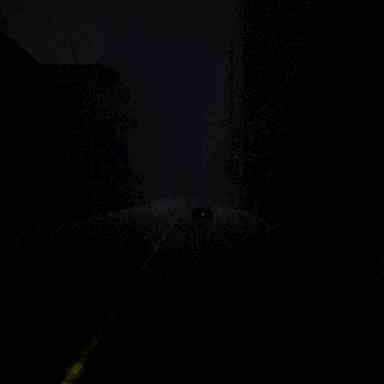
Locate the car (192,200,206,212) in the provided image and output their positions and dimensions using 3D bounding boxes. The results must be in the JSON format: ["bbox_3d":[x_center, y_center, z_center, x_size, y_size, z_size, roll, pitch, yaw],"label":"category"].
[{"bbox_3d":[0.905,1.886,46.687,1.801,1.575,5.366,0,-1,0],"label":"car"}]

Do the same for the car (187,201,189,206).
[{"bbox_3d":[0.007,2.179,66.870,1.994,1.385,4.181,0,0,0],"label":"car"}]

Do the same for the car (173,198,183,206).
[{"bbox_3d":[-2.992,2.006,71.000,2.097,1.767,4.553,0,-1,0],"label":"car"}]

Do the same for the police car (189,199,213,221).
[{"bbox_3d":[0.903,1.710,30.608,1.930,1.638,5.238,0,-1,0],"label":"police car"}]

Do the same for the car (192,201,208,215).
[{"bbox_3d":[0.905,1.853,40.497,1.882,1.535,5.008,0,-1,0],"label":"car"}]
